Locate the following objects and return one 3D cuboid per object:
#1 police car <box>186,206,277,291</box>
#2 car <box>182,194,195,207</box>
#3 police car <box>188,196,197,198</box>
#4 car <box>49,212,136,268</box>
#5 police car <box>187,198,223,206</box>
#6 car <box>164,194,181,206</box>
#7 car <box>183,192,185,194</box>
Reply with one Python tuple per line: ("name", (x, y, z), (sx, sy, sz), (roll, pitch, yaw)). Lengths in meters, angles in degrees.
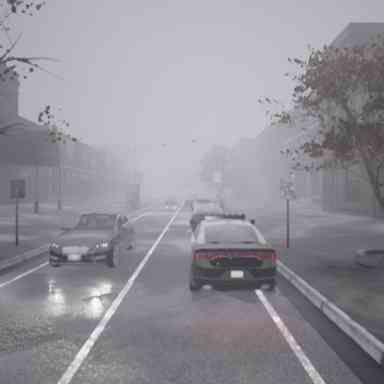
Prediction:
("police car", (0.879, 1.402, 9.115), (1.930, 1.638, 5.238), (0, 0, 0))
("car", (-0.101, 1.386, 46.697), (1.812, 1.442, 4.674), (0, 0, 0))
("police car", (0.838, 1.363, 25.116), (1.930, 1.638, 5.238), (0, 0, 0))
("car", (-3.126, 1.463, 11.273), (2.128, 1.511, 4.902), (0, 0, 0))
("police car", (0.853, 1.378, 19.116), (1.930, 1.638, 5.238), (0, 0, 0))
("car", (-3.220, 1.374, 51.417), (2.033, 1.411, 5.357), (0, 0, 0))
("car", (-0.150, 1.101, 59.814), (2.097, 1.767, 4.553), (0, 1, 0))
